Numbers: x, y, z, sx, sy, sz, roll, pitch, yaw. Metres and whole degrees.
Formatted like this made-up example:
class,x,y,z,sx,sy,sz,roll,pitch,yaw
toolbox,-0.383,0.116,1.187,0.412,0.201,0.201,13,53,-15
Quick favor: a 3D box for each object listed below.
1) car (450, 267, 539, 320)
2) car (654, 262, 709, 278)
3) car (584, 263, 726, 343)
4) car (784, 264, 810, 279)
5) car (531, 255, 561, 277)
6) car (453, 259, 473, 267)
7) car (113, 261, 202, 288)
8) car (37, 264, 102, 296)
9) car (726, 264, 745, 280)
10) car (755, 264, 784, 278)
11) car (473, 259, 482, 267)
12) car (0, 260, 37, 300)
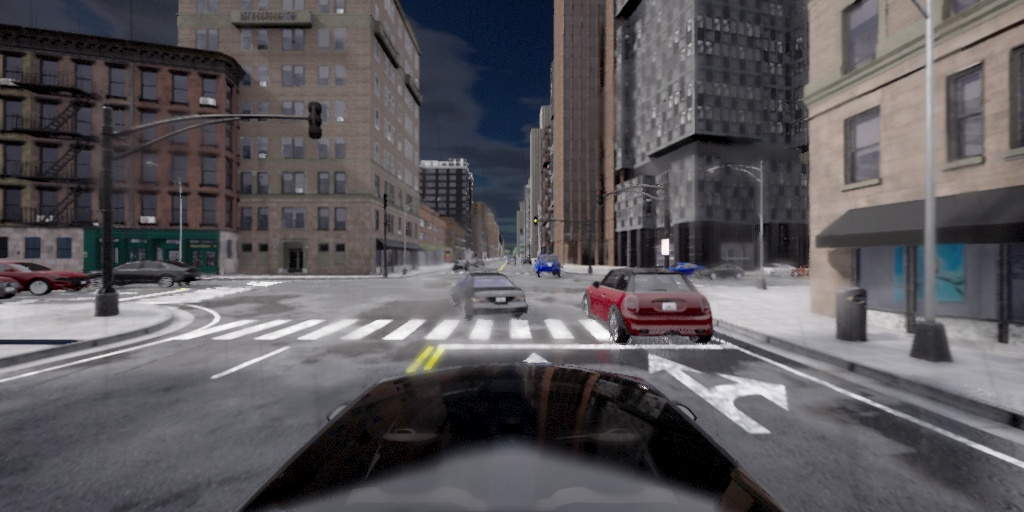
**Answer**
class,x,y,z,sx,sy,sz,roll,pitch,yaw
car,-0.995,1.279,12.621,2.033,1.411,5.357,0,0,-16
car,17.072,1.426,36.239,5.008,1.535,1.882,1,0,-16
car,3.346,1.088,9.744,2.097,1.767,4.553,0,0,0
car,31.086,1.564,36.756,5.008,1.535,1.882,1,0,-14
car,3.374,0.952,34.763,2.150,2.045,5.566,1,-1,0
car,-6.581,1.183,47.096,1.837,1.490,4.892,0,0,-1
car,-20.517,1.004,20.083,4.892,1.490,1.837,1,-1,-16
car,-22.313,0.936,15.954,5.008,1.535,1.882,1,0,-17
car,19.320,1.458,33.493,4.892,1.490,1.837,1,0,-16
car,29.266,1.610,39.648,4.674,1.442,1.812,1,0,-14
car,-6.547,1.166,59.039,1.837,1.490,4.892,0,0,0
car,-21.217,0.977,12.891,4.674,1.442,1.812,1,0,-17
